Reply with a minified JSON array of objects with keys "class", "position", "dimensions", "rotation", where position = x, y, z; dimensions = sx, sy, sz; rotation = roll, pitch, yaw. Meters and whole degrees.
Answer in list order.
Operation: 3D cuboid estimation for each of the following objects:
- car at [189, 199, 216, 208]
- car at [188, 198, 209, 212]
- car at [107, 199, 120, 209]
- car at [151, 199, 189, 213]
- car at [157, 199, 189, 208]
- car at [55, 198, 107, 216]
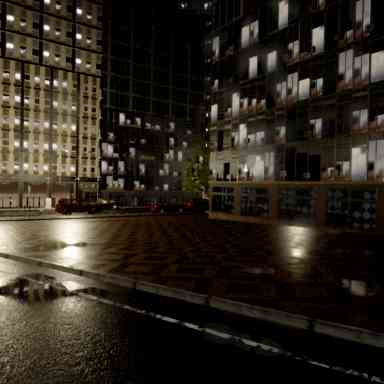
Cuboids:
[{"class":"car","position":[1.767,1.874,56.127],"dimensions":[4.313,1.339,1.947],"rotation":[1,1,-34]},{"class":"car","position":[1.525,1.783,46.419],"dimensions":[5.009,1.841,2.192],"rotation":[1,1,-34]},{"class":"car","position":[-12.284,1.722,46.546],"dimensions":[4.403,1.369,2.008],"rotation":[1,1,-34]},{"class":"car","position":[-3.163,1.967,43.229],"dimensions":[4.507,1.381,1.887],"rotation":[1,1,-34]},{"class":"car","position":[-3.056,1.786,52.837],"dimensions":[4.829,1.417,1.752],"rotation":[1,1,-34]},{"class":"car","position":[-12.525,1.647,36.838],"dimensions":[5.009,1.841,2.192],"rotation":[1,1,-34]}]
